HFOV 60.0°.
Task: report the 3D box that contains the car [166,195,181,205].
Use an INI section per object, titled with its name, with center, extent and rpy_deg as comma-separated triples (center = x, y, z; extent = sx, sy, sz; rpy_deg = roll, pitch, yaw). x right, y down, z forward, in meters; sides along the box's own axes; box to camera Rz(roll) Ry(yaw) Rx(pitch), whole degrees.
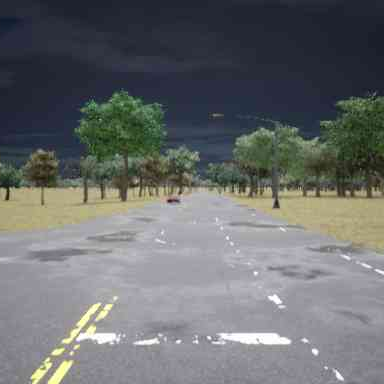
[car]
center = -2.668, 1.145, 48.908
extent = 1.895, 1.301, 4.718
rpy_deg = 0, 1, 2
